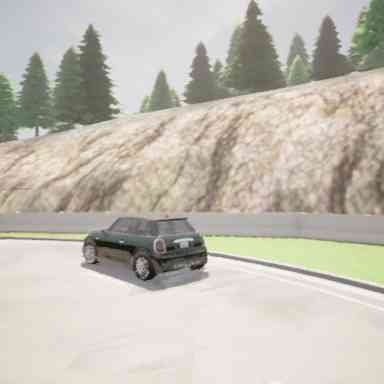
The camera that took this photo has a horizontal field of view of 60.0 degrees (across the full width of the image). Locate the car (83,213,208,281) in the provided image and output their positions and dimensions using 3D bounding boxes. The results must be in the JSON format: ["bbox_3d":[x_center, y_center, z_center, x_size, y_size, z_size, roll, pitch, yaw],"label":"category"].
[{"bbox_3d":[-1.669,1.500,10.644,2.097,1.767,4.553,0,-1,-43],"label":"car"}]
